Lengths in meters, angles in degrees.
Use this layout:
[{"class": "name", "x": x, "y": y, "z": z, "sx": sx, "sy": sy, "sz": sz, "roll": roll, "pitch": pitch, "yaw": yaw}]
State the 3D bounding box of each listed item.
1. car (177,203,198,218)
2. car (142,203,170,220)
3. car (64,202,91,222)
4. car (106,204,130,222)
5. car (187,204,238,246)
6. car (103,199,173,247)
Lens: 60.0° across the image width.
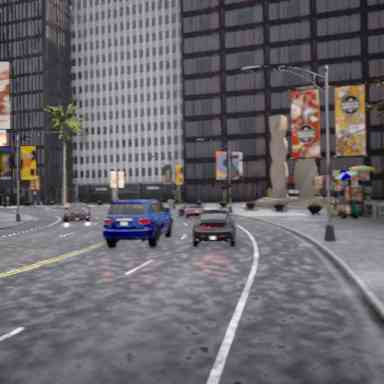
[{"class": "car", "x": -0.121, "y": 1.763, "z": 32.633, "sx": 1.994, "sy": 1.385, "sz": 4.181, "roll": -1, "pitch": 0, "yaw": -15}, {"class": "car", "x": -3.511, "y": 1.822, "z": 31.766, "sx": 1.994, "sy": 1.385, "sz": 4.181, "roll": -1, "pitch": 0, "yaw": -15}, {"class": "car", "x": -10.407, "y": 1.728, "z": 30.444, "sx": 2.097, "sy": 1.767, "sz": 4.553, "roll": -1, "pitch": 0, "yaw": -16}, {"class": "car", "x": -6.999, "y": 1.885, "z": 31.214, "sx": 1.994, "sy": 1.385, "sz": 4.181, "roll": -1, "pitch": 0, "yaw": -15}, {"class": "car", "x": 1.107, "y": 1.582, "z": 15.766, "sx": 1.837, "sy": 1.490, "sz": 4.892, "roll": -1, "pitch": 0, "yaw": 6}, {"class": "car", "x": -2.386, "y": 1.358, "z": 15.950, "sx": 2.150, "sy": 2.045, "sz": 5.566, "roll": -1, "pitch": 0, "yaw": 7}]
